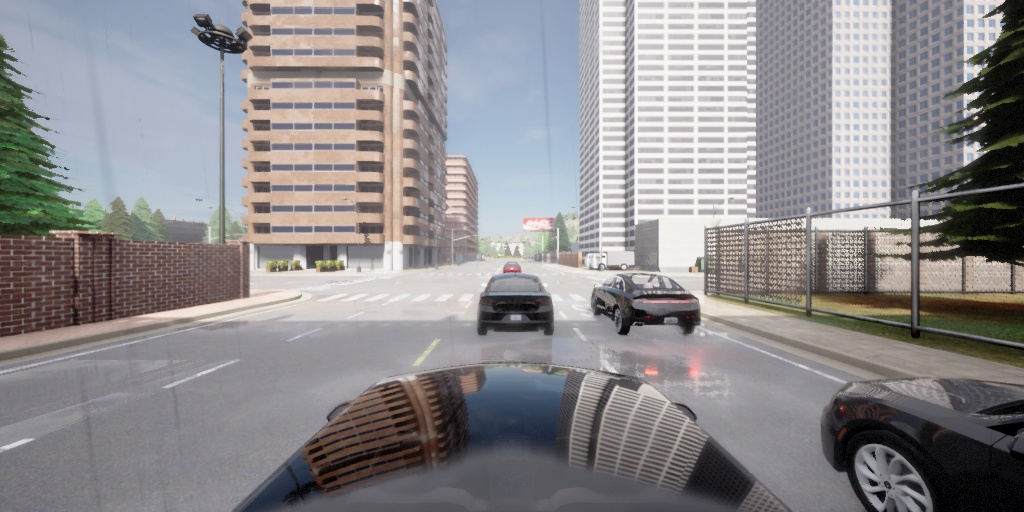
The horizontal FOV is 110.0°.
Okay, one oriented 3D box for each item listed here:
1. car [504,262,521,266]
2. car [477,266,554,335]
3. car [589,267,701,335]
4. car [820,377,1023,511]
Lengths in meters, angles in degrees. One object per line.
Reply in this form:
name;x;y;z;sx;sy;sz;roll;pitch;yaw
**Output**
car;0.018;1.314;40.917;1.994;1.385;4.181;0;0;0
car;0.084;1.228;10.489;1.882;1.535;5.008;0;0;0
car;3.606;1.241;10.489;2.128;1.511;4.902;0;0;1
car;3.607;1.255;1.097;1.837;1.490;4.892;0;0;0
